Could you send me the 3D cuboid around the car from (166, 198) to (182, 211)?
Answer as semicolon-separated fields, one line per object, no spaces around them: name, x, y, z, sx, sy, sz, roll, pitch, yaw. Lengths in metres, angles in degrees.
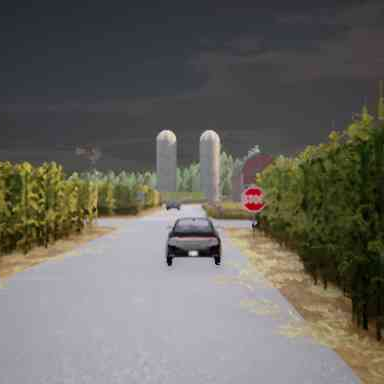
car;-3.131;2.097;56.143;2.150;2.045;5.566;0;-1;1

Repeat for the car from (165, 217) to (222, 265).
car;0.061;1.699;12.534;2.128;1.511;4.902;0;-1;0

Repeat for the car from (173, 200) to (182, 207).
car;-3.068;2.499;71.693;1.812;1.442;4.674;0;-1;0
